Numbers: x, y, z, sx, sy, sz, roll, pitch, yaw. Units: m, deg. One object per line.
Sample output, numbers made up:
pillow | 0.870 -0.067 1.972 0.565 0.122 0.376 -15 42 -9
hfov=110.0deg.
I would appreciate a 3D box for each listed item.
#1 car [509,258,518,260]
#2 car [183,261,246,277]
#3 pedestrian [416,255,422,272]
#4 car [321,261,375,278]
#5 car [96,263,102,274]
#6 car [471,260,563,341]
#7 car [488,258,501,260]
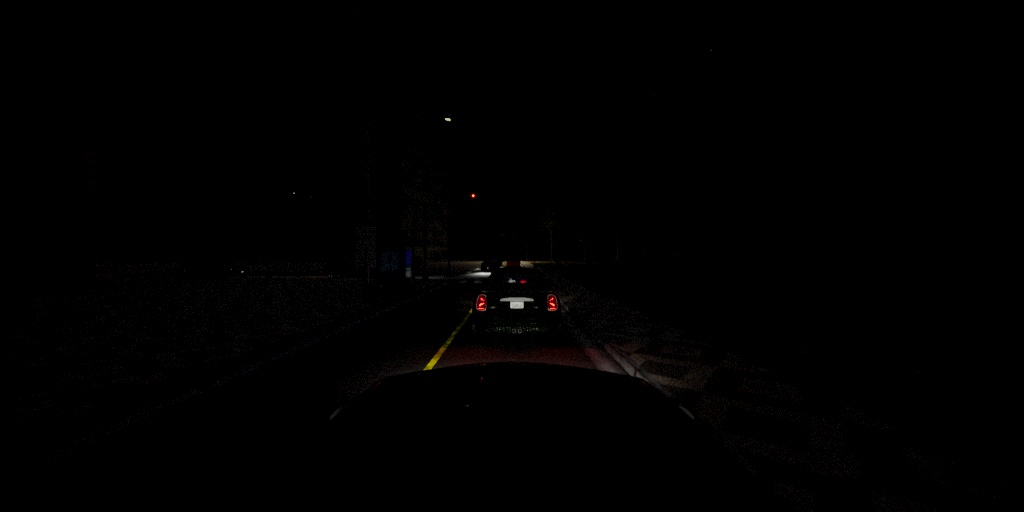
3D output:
car | 0.227 1.039 55.798 2.097 1.767 4.553 0 0 1
car | -26.781 1.158 32.418 4.902 1.511 2.128 0 0 2
pedestrian | -9.965 0.800 38.171 0.375 1.860 0.375 0 0 2
car | -14.439 1.192 32.064 4.902 1.511 2.128 0 1 2
car | -44.294 1.092 36.064 4.892 1.490 1.837 0 1 2
car | 0.117 1.099 10.016 2.097 1.767 4.553 0 0 0
car | -2.949 1.195 46.214 2.128 1.511 4.902 0 0 0
